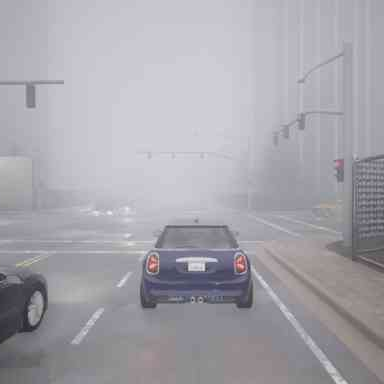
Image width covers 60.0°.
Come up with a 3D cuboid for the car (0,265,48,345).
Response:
[{"bbox_3d":[-3.430,1.505,3.903,1.837,1.490,4.892,0,0,0],"label":"car"}]

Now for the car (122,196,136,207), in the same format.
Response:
[{"bbox_3d":[-10.469,1.600,51.979,1.895,1.301,4.718,0,0,0],"label":"car"}]

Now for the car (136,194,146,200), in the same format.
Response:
[{"bbox_3d":[-10.341,1.153,67.212,1.837,1.490,4.892,0,0,0],"label":"car"}]

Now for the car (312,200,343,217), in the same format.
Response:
[{"bbox_3d":[13.337,1.422,29.734,5.008,1.535,1.882,0,0,0],"label":"car"}]

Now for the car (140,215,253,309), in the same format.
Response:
[{"bbox_3d":[0.098,1.352,8.032,2.097,1.767,4.553,0,0,0],"label":"car"}]

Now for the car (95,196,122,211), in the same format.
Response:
[{"bbox_3d":[-10.501,1.352,41.277,2.097,1.767,4.553,0,0,0],"label":"car"}]
